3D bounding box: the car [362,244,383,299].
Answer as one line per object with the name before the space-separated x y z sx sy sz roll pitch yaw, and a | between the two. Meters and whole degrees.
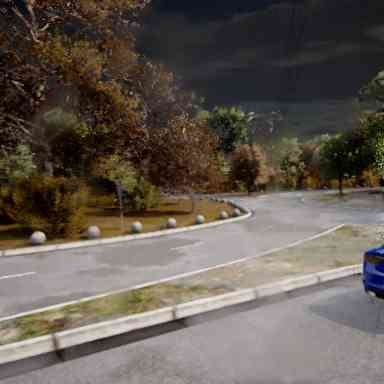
car | 5.636 1.395 6.922 5.008 1.535 1.882 -1 1 -32
